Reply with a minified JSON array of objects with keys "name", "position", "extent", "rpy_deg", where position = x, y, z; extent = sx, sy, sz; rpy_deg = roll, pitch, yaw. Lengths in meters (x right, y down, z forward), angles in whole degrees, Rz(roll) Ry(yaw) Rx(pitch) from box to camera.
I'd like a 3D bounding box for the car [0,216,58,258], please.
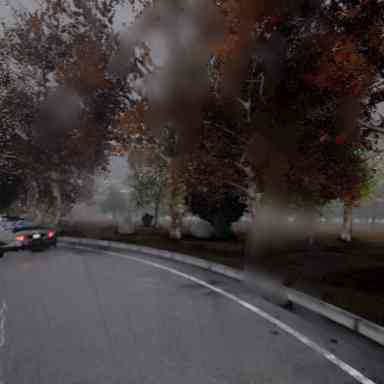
[{"name":"car","position":[-7.692,1.674,13.209],"extent":[5.357,1.411,2.033],"rpy_deg":[-1,0,31]}]
